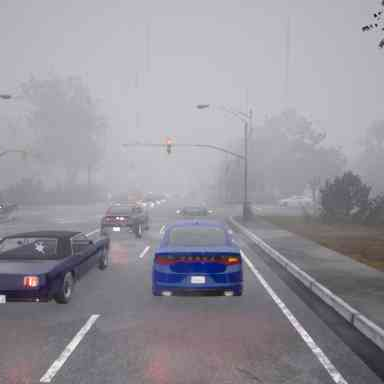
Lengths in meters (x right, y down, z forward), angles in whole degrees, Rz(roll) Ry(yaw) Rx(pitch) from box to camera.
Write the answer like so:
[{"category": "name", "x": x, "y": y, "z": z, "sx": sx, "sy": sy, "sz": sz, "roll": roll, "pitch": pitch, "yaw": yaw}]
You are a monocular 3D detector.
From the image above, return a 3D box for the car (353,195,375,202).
[{"category": "car", "x": 22.478, "y": 1.174, "z": 43.329, "sx": 4.892, "sy": 1.490, "sz": 1.837, "roll": 0, "pitch": 1, "yaw": -3}]

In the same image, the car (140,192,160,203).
[{"category": "car", "x": -7.006, "y": 1.127, "z": 55.511, "sx": 1.994, "sy": 1.385, "sz": 4.181, "roll": 0, "pitch": 1, "yaw": 0}]

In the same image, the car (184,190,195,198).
[{"category": "car", "x": -0.340, "y": 0.419, "z": 85.464, "sx": 2.150, "sy": 2.045, "sz": 5.566, "roll": 0, "pitch": 1, "yaw": -4}]

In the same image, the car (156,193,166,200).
[{"category": "car", "x": -6.984, "y": 0.956, "z": 74.345, "sx": 1.895, "sy": 1.301, "sz": 4.718, "roll": 0, "pitch": 1, "yaw": -1}]

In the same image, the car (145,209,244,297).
[{"category": "car", "x": 0.114, "y": 1.446, "z": 8.591, "sx": 1.882, "sy": 1.535, "sz": 5.008, "roll": 0, "pitch": 0, "yaw": 0}]

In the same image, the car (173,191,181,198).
[{"category": "car", "x": -3.836, "y": 0.737, "z": 85.329, "sx": 2.033, "sy": 1.411, "sz": 5.357, "roll": 0, "pitch": 1, "yaw": -4}]

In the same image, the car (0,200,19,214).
[{"category": "car", "x": -18.682, "y": 1.292, "z": 29.927, "sx": 4.892, "sy": 1.490, "sz": 1.837, "roll": 0, "pitch": 0, "yaw": 3}]

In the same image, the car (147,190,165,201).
[{"category": "car", "x": -6.965, "y": 0.956, "z": 64.320, "sx": 1.882, "sy": 1.535, "sz": 5.008, "roll": 0, "pitch": 1, "yaw": 0}]

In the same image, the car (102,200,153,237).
[{"category": "car", "x": -3.373, "y": 1.402, "z": 17.296, "sx": 1.837, "sy": 1.490, "sz": 4.892, "roll": 0, "pitch": 0, "yaw": 0}]

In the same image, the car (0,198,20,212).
[{"category": "car", "x": -20.686, "y": 1.301, "z": 33.824, "sx": 5.357, "sy": 1.411, "sz": 2.033, "roll": 0, "pitch": 1, "yaw": -5}]

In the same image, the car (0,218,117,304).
[{"category": "car", "x": -3.387, "y": 1.573, "z": 8.044, "sx": 1.895, "sy": 1.301, "sz": 4.718, "roll": 0, "pitch": 0, "yaw": 0}]

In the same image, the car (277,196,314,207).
[{"category": "car", "x": 13.290, "y": 1.200, "z": 42.822, "sx": 4.674, "sy": 1.442, "sz": 1.812, "roll": 0, "pitch": 1, "yaw": -3}]

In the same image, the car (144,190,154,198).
[{"category": "car", "x": -10.792, "y": 0.444, "z": 84.280, "sx": 2.150, "sy": 2.045, "sz": 5.566, "roll": 0, "pitch": 1, "yaw": -3}]

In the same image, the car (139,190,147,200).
[{"category": "car", "x": -10.463, "y": 0.709, "z": 63.485, "sx": 2.150, "sy": 2.045, "sz": 5.566, "roll": 0, "pitch": 1, "yaw": 0}]

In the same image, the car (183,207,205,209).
[{"category": "car", "x": 0.126, "y": 1.458, "z": 17.572, "sx": 1.994, "sy": 1.385, "sz": 4.181, "roll": 0, "pitch": 0, "yaw": 0}]

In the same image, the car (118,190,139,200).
[{"category": "car", "x": -10.536, "y": 0.929, "z": 53.902, "sx": 2.097, "sy": 1.767, "sz": 4.553, "roll": 0, "pitch": 1, "yaw": 1}]
